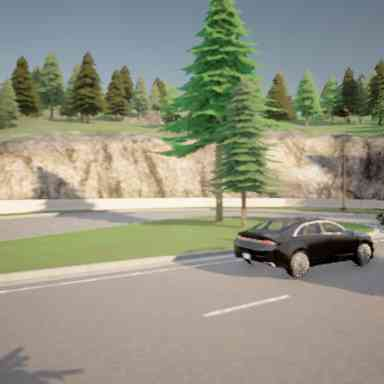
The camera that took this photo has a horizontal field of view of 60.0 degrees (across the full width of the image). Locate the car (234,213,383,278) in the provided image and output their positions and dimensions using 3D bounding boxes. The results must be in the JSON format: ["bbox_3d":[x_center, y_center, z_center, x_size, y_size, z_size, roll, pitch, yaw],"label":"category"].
[{"bbox_3d":[3.523,1.498,10.110,4.902,1.511,2.128,0,0,-32],"label":"car"}]

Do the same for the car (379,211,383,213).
[{"bbox_3d":[14.027,1.593,21.777,2.033,1.411,5.357,0,0,8],"label":"car"}]
